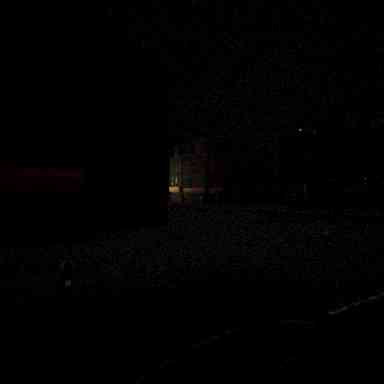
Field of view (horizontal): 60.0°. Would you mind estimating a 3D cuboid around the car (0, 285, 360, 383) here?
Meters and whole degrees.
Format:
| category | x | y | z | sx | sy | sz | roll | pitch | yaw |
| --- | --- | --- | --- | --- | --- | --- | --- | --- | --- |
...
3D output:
| category | x | y | z | sx | sy | sz | roll | pitch | yaw |
| --- | --- | --- | --- | --- | --- | --- | --- | --- | --- |
| car | -0.452 | 1.566 | 2.481 | 4.313 | 1.339 | 1.947 | 0 | 0 | -35 |
